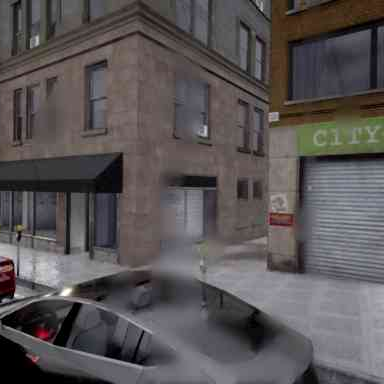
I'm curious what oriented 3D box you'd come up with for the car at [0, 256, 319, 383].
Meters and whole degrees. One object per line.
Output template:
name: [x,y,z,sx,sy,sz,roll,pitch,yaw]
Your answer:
car: [-0.891,1.565,3.588,4.313,1.339,1.947,0,1,35]
